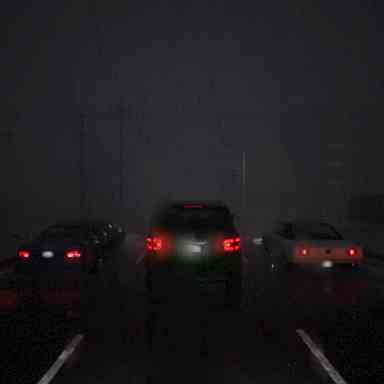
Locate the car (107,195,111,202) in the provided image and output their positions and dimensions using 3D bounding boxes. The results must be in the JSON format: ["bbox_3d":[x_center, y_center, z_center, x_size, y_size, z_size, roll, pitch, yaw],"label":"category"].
[{"bbox_3d":[-19.751,1.516,75.140,1.837,1.490,4.892,0,0,0],"label":"car"}]

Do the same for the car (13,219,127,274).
[{"bbox_3d":[-3.438,1.550,10.502,2.033,1.411,5.357,0,0,1],"label":"car"}]

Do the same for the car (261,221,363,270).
[{"bbox_3d":[3.566,1.603,10.948,1.895,1.301,4.718,0,0,1],"label":"car"}]

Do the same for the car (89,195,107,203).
[{"bbox_3d":[-19.758,1.567,68.920,1.994,1.385,4.181,0,0,0],"label":"car"}]

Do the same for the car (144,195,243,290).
[{"bbox_3d":[0.051,1.224,9.252,2.150,2.045,5.566,0,0,1],"label":"car"}]

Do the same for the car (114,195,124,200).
[{"bbox_3d":[-19.736,1.489,89.861,1.895,1.301,4.718,0,0,0],"label":"car"}]
